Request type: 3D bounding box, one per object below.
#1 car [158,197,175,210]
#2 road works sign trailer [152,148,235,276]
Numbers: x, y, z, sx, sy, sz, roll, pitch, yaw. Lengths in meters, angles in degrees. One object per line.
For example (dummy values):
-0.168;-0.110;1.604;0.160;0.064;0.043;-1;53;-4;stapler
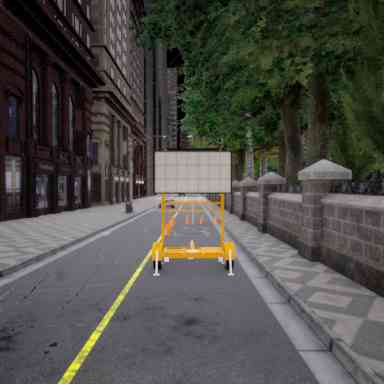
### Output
-3.141;1.410;41.719;1.812;1.442;4.674;0;0;0;car
0.026;0.453;10.327;2.380;3.560;2.880;0;0;-1;road works sign trailer
